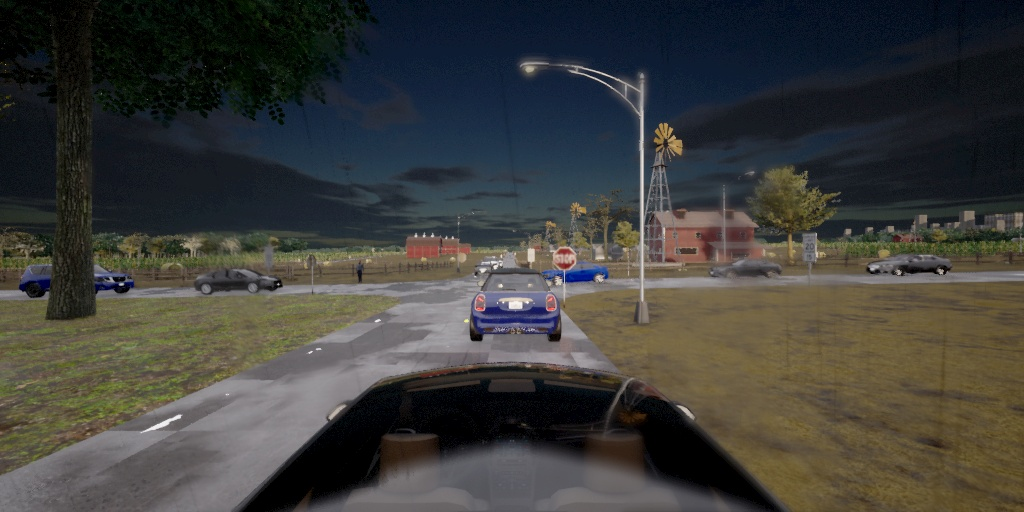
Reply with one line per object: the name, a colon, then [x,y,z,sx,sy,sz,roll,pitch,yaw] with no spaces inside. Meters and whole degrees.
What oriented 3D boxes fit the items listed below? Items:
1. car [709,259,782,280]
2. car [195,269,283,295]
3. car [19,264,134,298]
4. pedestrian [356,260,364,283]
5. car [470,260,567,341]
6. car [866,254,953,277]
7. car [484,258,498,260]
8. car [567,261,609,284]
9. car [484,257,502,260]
car: [16.690,0.915,25.670,4.674,1.442,1.812,-1,1,0]
car: [-17.302,1.598,22.831,4.892,1.490,1.837,-1,1,0]
car: [-27.645,1.505,22.857,5.566,2.045,2.150,-1,1,1]
pedestrian: [-12.211,1.215,28.784,0.375,1.860,0.375,0,2,0]
car: [0.081,1.104,10.003,2.097,1.767,4.553,0,0,0]
car: [28.267,0.645,25.629,4.902,1.511,2.128,-1,1,0]
car: [-2.918,1.308,38.345,2.128,1.511,4.902,0,0,0]
car: [4.092,1.153,24.232,5.008,1.535,1.882,-2,0,-19]
car: [-2.928,1.097,48.570,2.150,2.045,5.566,0,0,0]
